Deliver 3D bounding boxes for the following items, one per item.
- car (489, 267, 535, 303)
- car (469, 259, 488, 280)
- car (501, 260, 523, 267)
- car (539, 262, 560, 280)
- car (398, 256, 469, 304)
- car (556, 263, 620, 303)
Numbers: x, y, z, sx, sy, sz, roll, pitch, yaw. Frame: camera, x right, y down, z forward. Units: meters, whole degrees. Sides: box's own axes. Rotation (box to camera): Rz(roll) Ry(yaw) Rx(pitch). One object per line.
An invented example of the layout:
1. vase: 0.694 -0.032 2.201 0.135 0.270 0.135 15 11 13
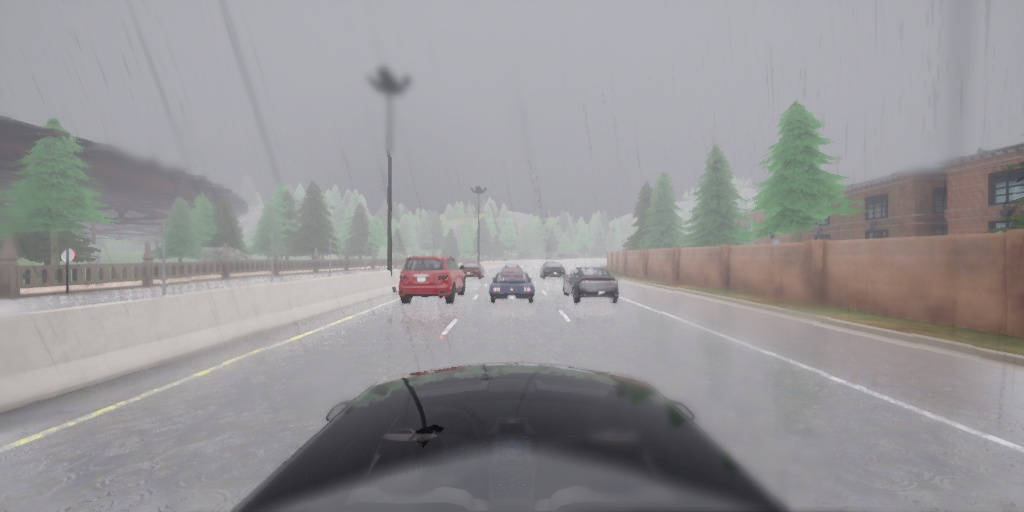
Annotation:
1. car: 0.000 1.363 16.530 1.895 1.301 4.718 0 0 0
2. car: -3.500 1.232 31.500 1.882 1.535 5.008 0 0 0
3. car: 0.000 1.320 31.500 1.994 1.385 4.181 0 0 0
4. car: 3.500 1.232 31.500 1.882 1.535 5.008 0 0 0
5. car: -3.500 1.005 16.530 2.150 2.045 5.566 0 0 0
6. car: 3.500 1.242 16.500 2.128 1.511 4.902 0 0 0
